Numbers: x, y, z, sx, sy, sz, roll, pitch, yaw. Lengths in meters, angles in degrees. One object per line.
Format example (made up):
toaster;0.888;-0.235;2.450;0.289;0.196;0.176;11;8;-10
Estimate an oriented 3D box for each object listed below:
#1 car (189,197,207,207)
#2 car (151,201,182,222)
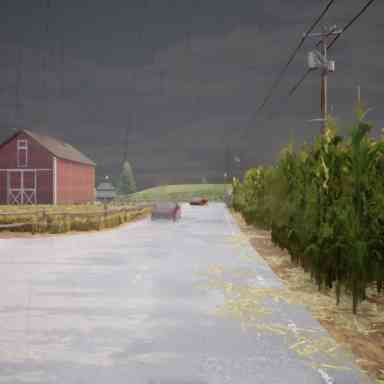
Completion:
car;1.027;1.477;52.206;1.882;1.535;5.008;0;0;16
car;-1.947;1.477;26.361;1.882;1.535;5.008;0;0;4
